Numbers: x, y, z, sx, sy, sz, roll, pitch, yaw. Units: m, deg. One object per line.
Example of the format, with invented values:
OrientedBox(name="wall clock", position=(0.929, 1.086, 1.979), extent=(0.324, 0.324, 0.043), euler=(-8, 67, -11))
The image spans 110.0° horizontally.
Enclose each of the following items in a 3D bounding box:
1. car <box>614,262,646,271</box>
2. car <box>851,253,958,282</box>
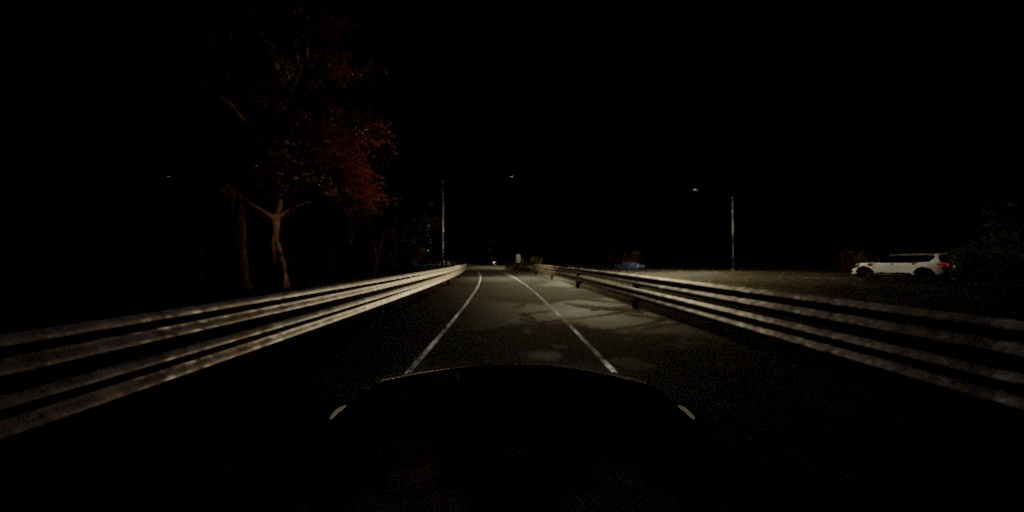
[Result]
OrientedBox(name="car", position=(18.049, 1.556, 55.178), extent=(2.033, 1.411, 5.357), euler=(0, -1, -24))
OrientedBox(name="car", position=(30.146, 0.835, 27.777), extent=(2.150, 2.045, 5.566), euler=(0, -1, -24))
